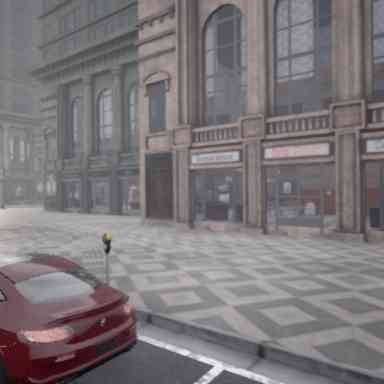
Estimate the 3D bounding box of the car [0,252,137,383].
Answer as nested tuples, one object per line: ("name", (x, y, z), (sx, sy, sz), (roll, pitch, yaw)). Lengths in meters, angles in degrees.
("car", (-2.643, 1.557, 4.855), (4.206, 1.307, 1.802), (0, 0, 35))
